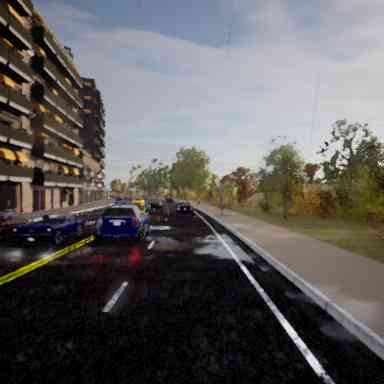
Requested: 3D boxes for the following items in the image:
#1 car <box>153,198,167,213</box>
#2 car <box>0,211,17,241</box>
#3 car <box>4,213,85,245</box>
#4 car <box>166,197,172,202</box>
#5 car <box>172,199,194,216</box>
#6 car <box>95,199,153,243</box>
[{"bbox_3d":[-4.326,1.685,38.874,2.128,1.511,4.902,0,0,-4],"label":"car"},{"bbox_3d":[-10.089,1.672,17.263,1.994,1.385,4.181,0,0,-1],"label":"car"},{"bbox_3d":[-6.807,1.696,16.182,1.895,1.301,4.718,0,0,-1],"label":"car"},{"bbox_3d":[-5.750,1.913,81.647,1.994,1.385,4.181,0,0,-9],"label":"car"},{"bbox_3d":[-0.809,1.713,34.741,2.033,1.411,5.357,0,0,-3],"label":"car"},{"bbox_3d":[-3.378,1.443,16.883,2.097,1.767,4.553,0,0,-1],"label":"car"}]
